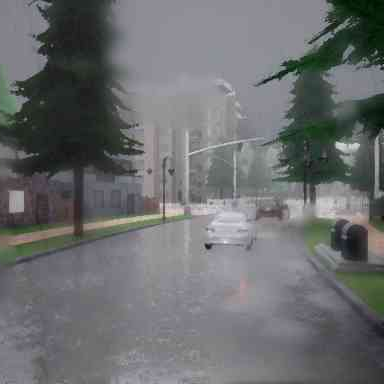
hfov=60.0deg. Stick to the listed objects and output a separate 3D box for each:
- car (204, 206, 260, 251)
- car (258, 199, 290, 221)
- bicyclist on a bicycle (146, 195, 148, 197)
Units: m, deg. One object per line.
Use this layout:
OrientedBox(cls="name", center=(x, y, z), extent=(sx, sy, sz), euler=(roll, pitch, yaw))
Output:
OrientedBox(cls="car", center=(1.733, 1.532, 14.094), extent=(1.812, 1.442, 4.674), euler=(0, 0, 14))
OrientedBox(cls="car", center=(6.815, 1.365, 27.757), extent=(2.097, 1.767, 4.553), euler=(0, 0, 25))
OrientedBox(cls="bicyclist on a bicycle", center=(-7.257, 1.318, 53.327), extent=(0.582, 1.620, 1.656), euler=(0, 0, 28))
